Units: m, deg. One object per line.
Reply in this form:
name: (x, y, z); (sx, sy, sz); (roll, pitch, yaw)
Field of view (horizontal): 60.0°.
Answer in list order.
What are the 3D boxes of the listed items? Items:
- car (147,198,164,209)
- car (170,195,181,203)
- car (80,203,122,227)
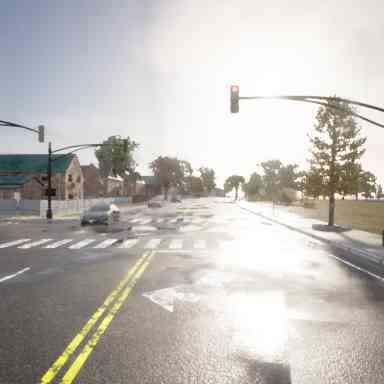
car: (-5.228, 1.610, 48.059); (1.812, 1.442, 4.674); (0, 0, 3)
car: (-3.595, 1.491, 72.978); (2.097, 1.767, 4.553); (0, 0, 4)
car: (-6.201, 1.579, 23.052); (1.837, 1.490, 4.892); (0, 0, 1)
